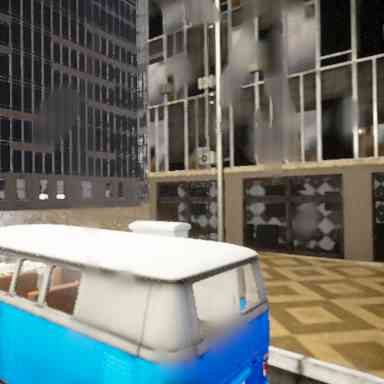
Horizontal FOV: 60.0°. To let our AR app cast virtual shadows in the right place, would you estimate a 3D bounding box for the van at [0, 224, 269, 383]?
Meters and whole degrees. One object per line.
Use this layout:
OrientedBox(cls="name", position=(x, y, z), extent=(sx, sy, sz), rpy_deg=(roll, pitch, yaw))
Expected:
OrientedBox(cls="van", position=(-1.155, 1.332, 3.682), extent=(3.998, 1.788, 1.690), rpy_deg=(0, -1, 36))
